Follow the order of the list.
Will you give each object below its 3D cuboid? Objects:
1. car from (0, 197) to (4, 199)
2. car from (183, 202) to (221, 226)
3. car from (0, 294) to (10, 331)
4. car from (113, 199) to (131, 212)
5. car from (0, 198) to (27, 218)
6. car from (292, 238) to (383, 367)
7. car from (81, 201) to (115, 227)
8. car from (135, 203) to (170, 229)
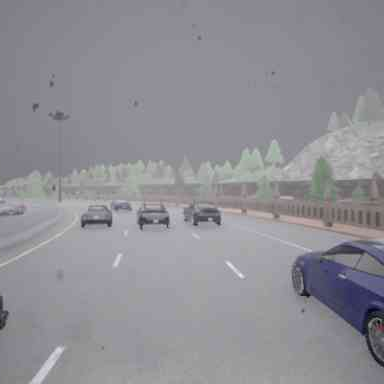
[{"bbox_3d":[-37.737,1.741,65.602,1.812,1.442,4.674,-1,0,-38],"label":"car"},{"bbox_3d":[0.611,1.473,23.226,1.837,1.490,4.892,0,0,-13],"label":"car"},{"bbox_3d":[-3.546,1.559,2.453,2.033,1.411,5.357,0,0,-2],"label":"car"},{"bbox_3d":[-8.534,1.529,39.720,1.812,1.442,4.674,0,0,-23],"label":"car"},{"bbox_3d":[-16.500,1.602,30.969,1.812,1.442,4.674,0,0,-21],"label":"car"},{"bbox_3d":[3.235,1.505,5.581,1.812,1.442,4.674,0,0,-3],"label":"car"},{"bbox_3d":[-6.550,1.577,23.028,1.994,1.385,4.181,0,0,-14],"label":"car"},{"bbox_3d":[-2.615,1.481,21.674,2.128,1.511,4.902,0,0,-12],"label":"car"}]
